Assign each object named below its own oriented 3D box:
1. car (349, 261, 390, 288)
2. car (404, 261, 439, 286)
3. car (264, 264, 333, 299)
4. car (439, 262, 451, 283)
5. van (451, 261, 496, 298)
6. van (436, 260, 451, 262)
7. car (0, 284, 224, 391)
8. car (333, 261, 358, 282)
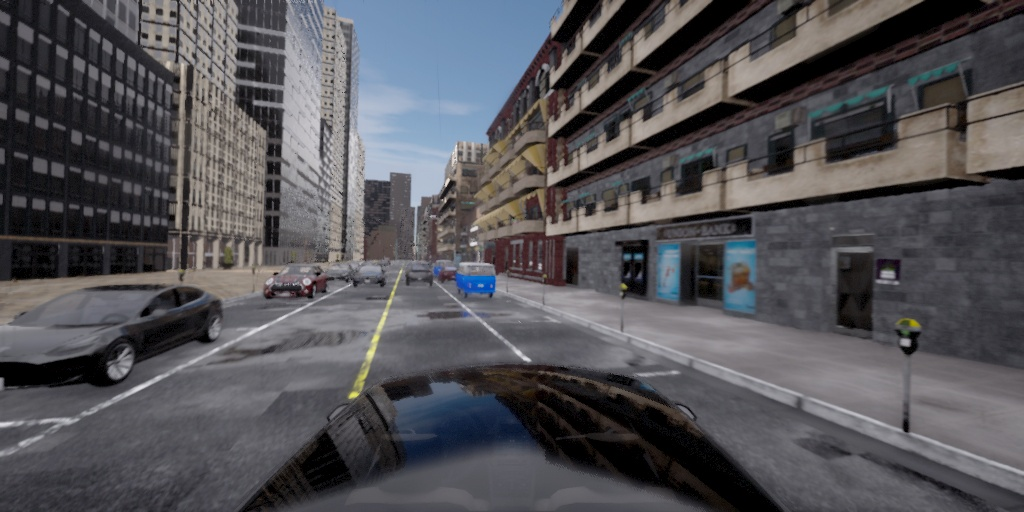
[{"bbox_3d":[-9.502,1.296,24.250,1.812,1.442,4.674,2,-1,-16],"label":"car"},{"bbox_3d":[-6.886,1.353,26.593,2.128,1.511,4.902,2,-1,-16],"label":"car"},{"bbox_3d":[-10.103,1.112,17.015,1.967,1.591,4.097,0,0,-16],"label":"car"},{"bbox_3d":[-5.184,1.488,29.974,1.888,1.381,4.507,0,0,-16],"label":"car"},{"bbox_3d":[-2.065,1.237,19.379,1.690,1.789,3.998,0,0,-16],"label":"van"},{"bbox_3d":[-6.744,1.308,35.272,1.690,1.789,3.998,0,0,-16],"label":"van"},{"bbox_3d":[-6.984,1.195,6.418,1.948,1.339,4.313,0,0,-16],"label":"car"},{"bbox_3d":[-13.222,1.269,27.609,2.007,1.370,4.403,0,0,-16],"label":"car"}]
